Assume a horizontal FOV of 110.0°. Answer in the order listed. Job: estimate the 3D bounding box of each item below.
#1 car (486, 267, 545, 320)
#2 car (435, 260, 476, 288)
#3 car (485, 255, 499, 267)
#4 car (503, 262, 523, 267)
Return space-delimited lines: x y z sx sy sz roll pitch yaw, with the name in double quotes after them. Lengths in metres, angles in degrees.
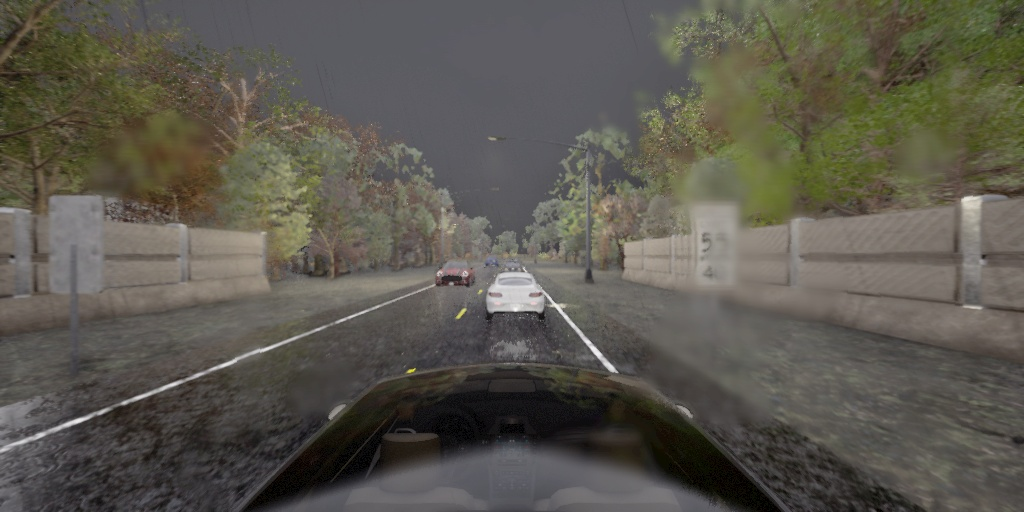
0.104 1.264 12.507 1.812 1.442 4.674 0 0 0 "car"
-3.580 1.062 23.455 2.097 1.767 4.553 1 0 0 "car"
-3.520 0.852 63.776 2.150 2.045 5.566 0 0 1 "car"
0.099 1.247 34.917 2.033 1.411 5.357 0 0 0 "car"
